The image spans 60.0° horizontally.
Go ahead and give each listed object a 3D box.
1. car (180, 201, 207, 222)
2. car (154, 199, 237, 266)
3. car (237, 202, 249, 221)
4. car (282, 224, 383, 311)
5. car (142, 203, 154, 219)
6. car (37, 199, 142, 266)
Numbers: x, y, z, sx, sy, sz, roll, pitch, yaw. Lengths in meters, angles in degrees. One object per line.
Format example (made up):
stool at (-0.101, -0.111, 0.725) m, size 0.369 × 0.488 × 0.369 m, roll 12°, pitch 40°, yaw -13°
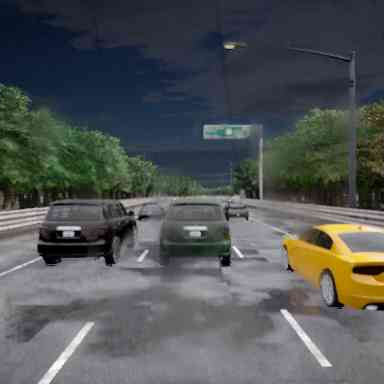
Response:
car at (0.102, 1.588, 28.244) m, size 2.128 × 1.511 × 4.902 m, roll 0°, pitch 0°, yaw 0°
car at (0.100, 1.258, 11.857) m, size 2.150 × 2.045 × 5.566 m, roll 0°, pitch 0°, yaw 0°
car at (3.602, 1.587, 28.227) m, size 2.128 × 1.511 × 4.902 m, roll 0°, pitch 0°, yaw 0°
car at (3.594, 1.502, 7.942) m, size 1.882 × 1.535 × 5.008 m, roll 0°, pitch 0°, yaw 0°
car at (-3.397, 1.662, 28.708) m, size 1.994 × 1.385 × 4.181 m, roll 0°, pitch 0°, yaw 0°
car at (-3.401, 1.259, 11.851) m, size 2.150 × 2.045 × 5.566 m, roll 0°, pitch 0°, yaw 0°
